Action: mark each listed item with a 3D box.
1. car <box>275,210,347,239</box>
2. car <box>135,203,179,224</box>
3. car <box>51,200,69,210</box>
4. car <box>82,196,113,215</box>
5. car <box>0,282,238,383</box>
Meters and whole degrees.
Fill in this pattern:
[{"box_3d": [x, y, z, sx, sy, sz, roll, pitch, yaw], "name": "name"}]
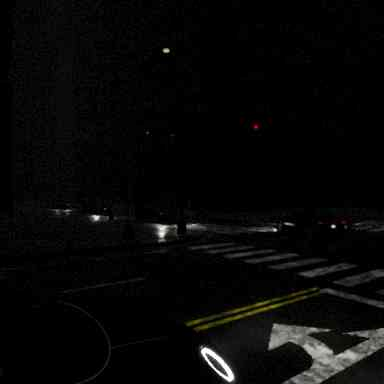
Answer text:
[{"box_3d": [6.186, 1.628, 17.756, 1.994, 1.385, 4.181, 0, 0, -15], "name": "car"}, {"box_3d": [-2.970, 1.676, 27.330, 1.882, 1.535, 5.008, 0, 0, -35], "name": "car"}, {"box_3d": [-21.141, 2.005, 53.227, 1.837, 1.490, 4.892, 0, -1, -35], "name": "car"}, {"box_3d": [-11.134, 1.547, 38.897, 2.150, 2.045, 5.566, 0, -1, -35], "name": "car"}, {"box_3d": [-1.780, 1.351, 2.170, 4.553, 1.767, 2.097, 0, 0, -35], "name": "car"}]
